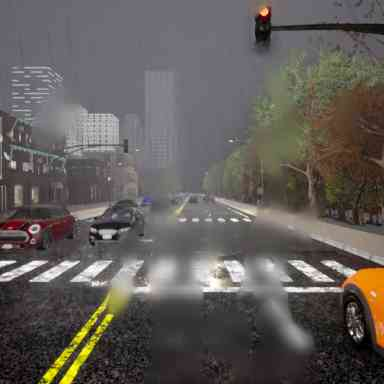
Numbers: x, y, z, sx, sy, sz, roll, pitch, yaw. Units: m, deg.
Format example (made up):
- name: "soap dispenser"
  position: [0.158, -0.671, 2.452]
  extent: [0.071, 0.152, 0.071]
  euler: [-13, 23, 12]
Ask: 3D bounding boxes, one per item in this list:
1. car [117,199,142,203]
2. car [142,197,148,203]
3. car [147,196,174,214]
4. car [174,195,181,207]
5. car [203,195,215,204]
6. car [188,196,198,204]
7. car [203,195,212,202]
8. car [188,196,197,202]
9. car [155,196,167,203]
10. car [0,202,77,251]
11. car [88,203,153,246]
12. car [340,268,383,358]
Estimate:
- name: "car"
  position: [-6.523, 1.467, 32.970]
  extent: [1.882, 1.535, 5.008]
  euler: [0, 0, 0]
- name: "car"
  position: [-6.482, 1.459, 50.394]
  extent: [1.882, 1.535, 5.008]
  euler: [0, 0, 0]
- name: "car"
  position: [-3.268, 1.466, 35.690]
  extent: [1.882, 1.535, 5.008]
  euler: [0, 0, 0]
- name: "car"
  position: [-3.224, 1.546, 52.223]
  extent: [1.994, 1.385, 4.181]
  euler: [0, 0, 0]
- name: "car"
  position: [3.498, 1.467, 64.696]
  extent: [2.128, 1.511, 4.902]
  euler: [0, 0, 0]
- name: "car"
  position: [0.248, 1.523, 64.421]
  extent: [2.033, 1.411, 5.357]
  euler: [0, 0, 1]
- name: "car"
  position: [3.427, 1.447, 74.861]
  extent: [1.882, 1.535, 5.008]
  euler: [0, 0, 0]
- name: "car"
  position: [0.177, 1.565, 74.914]
  extent: [1.895, 1.301, 4.718]
  euler: [0, 0, 0]
- name: "car"
  position: [-6.344, 1.577, 68.797]
  extent: [1.895, 1.301, 4.718]
  euler: [0, 0, 0]
- name: "car"
  position: [-6.569, 1.349, 14.105]
  extent: [2.097, 1.767, 4.553]
  euler: [0, 0, 0]
- name: "car"
  position: [-3.314, 1.488, 15.440]
  extent: [2.128, 1.511, 4.902]
  euler: [0, 0, 0]
- name: "car"
  position: [3.359, 1.351, 3.381]
  extent: [2.097, 1.767, 4.553]
  euler: [0, 0, 0]
